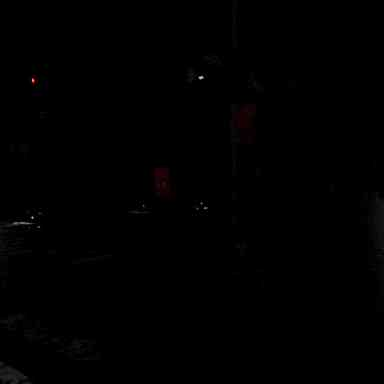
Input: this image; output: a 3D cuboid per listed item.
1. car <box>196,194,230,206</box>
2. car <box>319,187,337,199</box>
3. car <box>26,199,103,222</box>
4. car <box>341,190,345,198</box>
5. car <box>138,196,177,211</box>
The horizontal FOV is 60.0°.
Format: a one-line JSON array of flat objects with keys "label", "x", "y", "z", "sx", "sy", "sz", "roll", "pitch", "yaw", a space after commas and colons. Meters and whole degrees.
[{"label": "car", "x": 2.656, "y": 0.896, "z": 40.739, "sx": 2.033, "sy": 1.411, "sz": 5.357, "roll": 0, "pitch": 1, "yaw": 36}, {"label": "car", "x": 24.948, "y": 0.107, "z": 61.049, "sx": 2.150, "sy": 2.045, "sz": 5.566, "roll": 0, "pitch": 1, "yaw": 35}, {"label": "car", "x": -8.988, "y": 1.249, "z": 24.050, "sx": 2.033, "sy": 1.411, "sz": 5.357, "roll": 0, "pitch": 1, "yaw": 35}, {"label": "car", "x": 28.200, "y": 0.379, "z": 60.022, "sx": 1.837, "sy": 1.490, "sz": 4.892, "roll": 0, "pitch": 1, "yaw": 34}, {"label": "car", "x": -3.286, "y": 1.090, "z": 32.221, "sx": 1.994, "sy": 1.385, "sz": 4.181, "roll": 0, "pitch": 1, "yaw": 35}]
